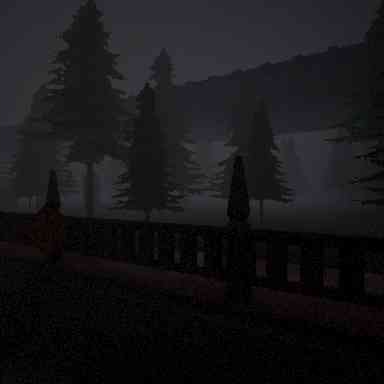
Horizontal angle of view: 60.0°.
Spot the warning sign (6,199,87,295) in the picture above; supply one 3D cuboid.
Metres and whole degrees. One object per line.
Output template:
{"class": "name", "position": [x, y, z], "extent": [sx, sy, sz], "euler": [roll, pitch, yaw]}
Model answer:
{"class": "warning sign", "position": [-3.232, 1.115, 7.464], "extent": [1.060, 1.860, 1.300], "euler": [0, 0, 36]}
